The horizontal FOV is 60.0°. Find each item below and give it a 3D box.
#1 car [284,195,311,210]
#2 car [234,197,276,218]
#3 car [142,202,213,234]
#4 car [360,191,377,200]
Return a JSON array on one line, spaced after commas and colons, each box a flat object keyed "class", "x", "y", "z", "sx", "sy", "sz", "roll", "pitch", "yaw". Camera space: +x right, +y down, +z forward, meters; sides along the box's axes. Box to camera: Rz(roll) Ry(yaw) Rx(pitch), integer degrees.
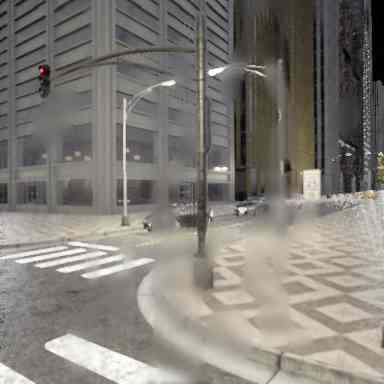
[{"class": "car", "x": 11.028, "y": 1.029, "z": 34.750, "sx": 1.812, "sy": 1.442, "sz": 4.674, "roll": -1, "pitch": 1, "yaw": 36}, {"class": "car", "x": 5.069, "y": 1.163, "z": 26.386, "sx": 2.128, "sy": 1.511, "sz": 4.902, "roll": -1, "pitch": 1, "yaw": 35}, {"class": "car", "x": -0.654, "y": 1.342, "z": 18.337, "sx": 1.837, "sy": 1.490, "sz": 4.892, "roll": -1, "pitch": 1, "yaw": 35}, {"class": "car", "x": 28.869, "y": 0.551, "z": 54.335, "sx": 1.882, "sy": 1.535, "sz": 5.008, "roll": -1, "pitch": 1, "yaw": 36}]
